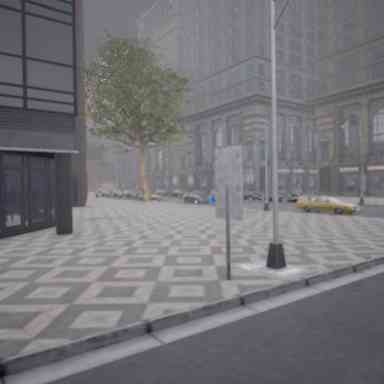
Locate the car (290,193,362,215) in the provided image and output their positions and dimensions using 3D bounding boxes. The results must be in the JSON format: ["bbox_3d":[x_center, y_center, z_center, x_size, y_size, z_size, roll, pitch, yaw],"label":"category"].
[{"bbox_3d":[10.138,0.919,25.030,1.752,1.417,4.829,-1,1,-35],"label":"car"}]

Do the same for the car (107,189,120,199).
[{"bbox_3d":[-12.483,0.431,57.412,2.008,1.369,4.403,0,1,-35],"label":"car"}]

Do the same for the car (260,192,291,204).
[{"bbox_3d":[10.589,0.655,39.272,1.947,1.339,4.313,-1,1,-35],"label":"car"}]

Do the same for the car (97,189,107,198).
[{"bbox_3d":[-15.700,0.350,62.016,2.008,1.369,4.403,0,1,-35],"label":"car"}]

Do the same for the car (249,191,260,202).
[{"bbox_3d":[7.373,0.563,43.876,1.887,1.381,4.507,-1,1,-35],"label":"car"}]

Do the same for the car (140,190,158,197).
[{"bbox_3d":[-8.715,0.200,66.901,1.802,1.307,4.206,-1,1,-35],"label":"car"}]

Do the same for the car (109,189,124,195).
[{"bbox_3d":[-18.367,-0.074,80.713,1.887,1.381,4.507,-1,1,-35],"label":"car"}]

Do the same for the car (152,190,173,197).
[{"bbox_3d":[-5.498,0.249,62.296,2.008,1.369,4.403,-1,1,-35],"label":"car"}]

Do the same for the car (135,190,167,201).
[{"bbox_3d":[-5.951,0.571,48.063,1.752,1.417,4.829,0,1,-35],"label":"car"}]

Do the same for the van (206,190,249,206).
[{"bbox_3d":[3.604,0.612,34.381,1.690,1.788,3.998,-1,1,-35],"label":"van"}]

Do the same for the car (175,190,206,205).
[{"bbox_3d":[0.388,0.751,38.989,2.008,1.369,4.403,-1,1,-35],"label":"car"}]

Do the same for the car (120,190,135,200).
[{"bbox_3d":[-9.265,0.512,52.807,2.008,1.369,4.403,0,1,-35],"label":"car"}]

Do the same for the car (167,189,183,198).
[{"bbox_3d":[-2.281,0.220,57.691,1.967,1.590,4.097,-1,1,-35],"label":"car"}]
